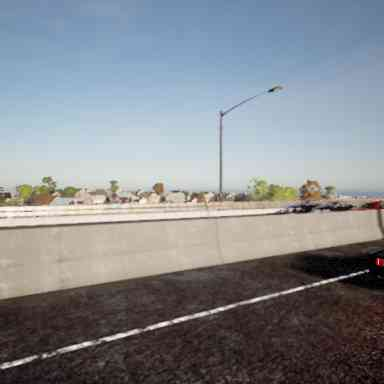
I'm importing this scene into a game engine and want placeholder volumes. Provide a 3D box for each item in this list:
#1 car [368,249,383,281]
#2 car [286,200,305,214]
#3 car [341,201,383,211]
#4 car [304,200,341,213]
[{"bbox_3d":[6.474,1.634,8.317,4.718,1.301,1.895,0,0,-35],"label":"car"},{"bbox_3d":[11.507,1.582,33.374,4.902,1.511,2.128,0,0,-34],"label":"car"},{"bbox_3d":[14.564,1.567,26.983,5.008,1.535,1.882,0,0,-34],"label":"car"},{"bbox_3d":[12.794,1.580,30.012,4.902,1.511,2.128,0,0,-34],"label":"car"}]
